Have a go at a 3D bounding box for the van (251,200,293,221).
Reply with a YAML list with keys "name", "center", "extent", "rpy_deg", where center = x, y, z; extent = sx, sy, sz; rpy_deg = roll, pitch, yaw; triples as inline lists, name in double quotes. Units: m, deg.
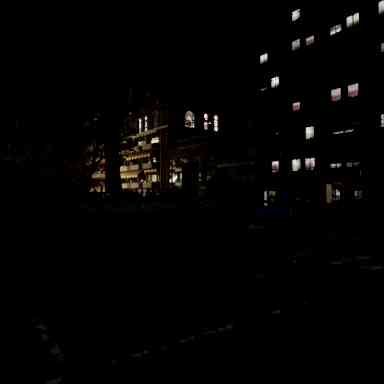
- name: "van"
  center: [7.160, 1.643, 30.208]
  extent: [1.690, 1.788, 3.998]
  rpy_deg: [-1, 0, -36]
